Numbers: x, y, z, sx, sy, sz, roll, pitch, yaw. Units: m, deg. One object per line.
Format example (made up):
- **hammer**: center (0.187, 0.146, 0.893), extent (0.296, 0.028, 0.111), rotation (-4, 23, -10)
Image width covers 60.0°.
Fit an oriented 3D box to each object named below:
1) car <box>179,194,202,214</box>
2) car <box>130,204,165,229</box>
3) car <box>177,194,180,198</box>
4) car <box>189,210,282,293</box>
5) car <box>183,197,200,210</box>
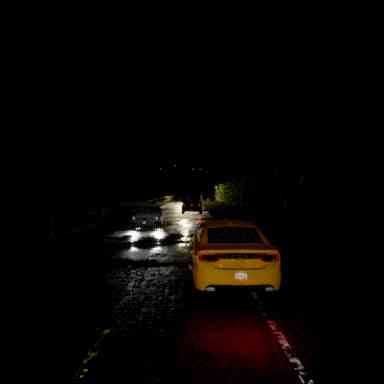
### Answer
- **car**: center (-0.003, 1.352, 35.079), extent (2.097, 1.767, 4.553), rotation (0, 0, 0)
- **car**: center (-2.796, 1.524, 21.807), extent (1.812, 1.442, 4.674), rotation (0, 0, 0)
- **car**: center (-2.929, 1.322, 83.918), extent (1.837, 1.490, 4.892), rotation (0, 0, 0)
- **car**: center (0.944, 1.477, 8.925), extent (1.882, 1.535, 5.008), rotation (0, 0, 0)
- **car**: center (-0.033, 1.492, 45.039), extent (2.128, 1.511, 4.902), rotation (0, 0, 0)
